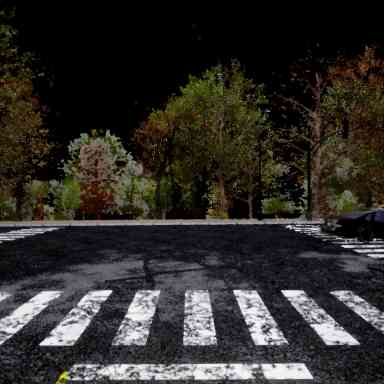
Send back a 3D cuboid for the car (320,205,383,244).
[{"bbox_3d":[8.508,1.425,14.543,5.357,1.411,2.033,-1,-1,1],"label":"car"}]
